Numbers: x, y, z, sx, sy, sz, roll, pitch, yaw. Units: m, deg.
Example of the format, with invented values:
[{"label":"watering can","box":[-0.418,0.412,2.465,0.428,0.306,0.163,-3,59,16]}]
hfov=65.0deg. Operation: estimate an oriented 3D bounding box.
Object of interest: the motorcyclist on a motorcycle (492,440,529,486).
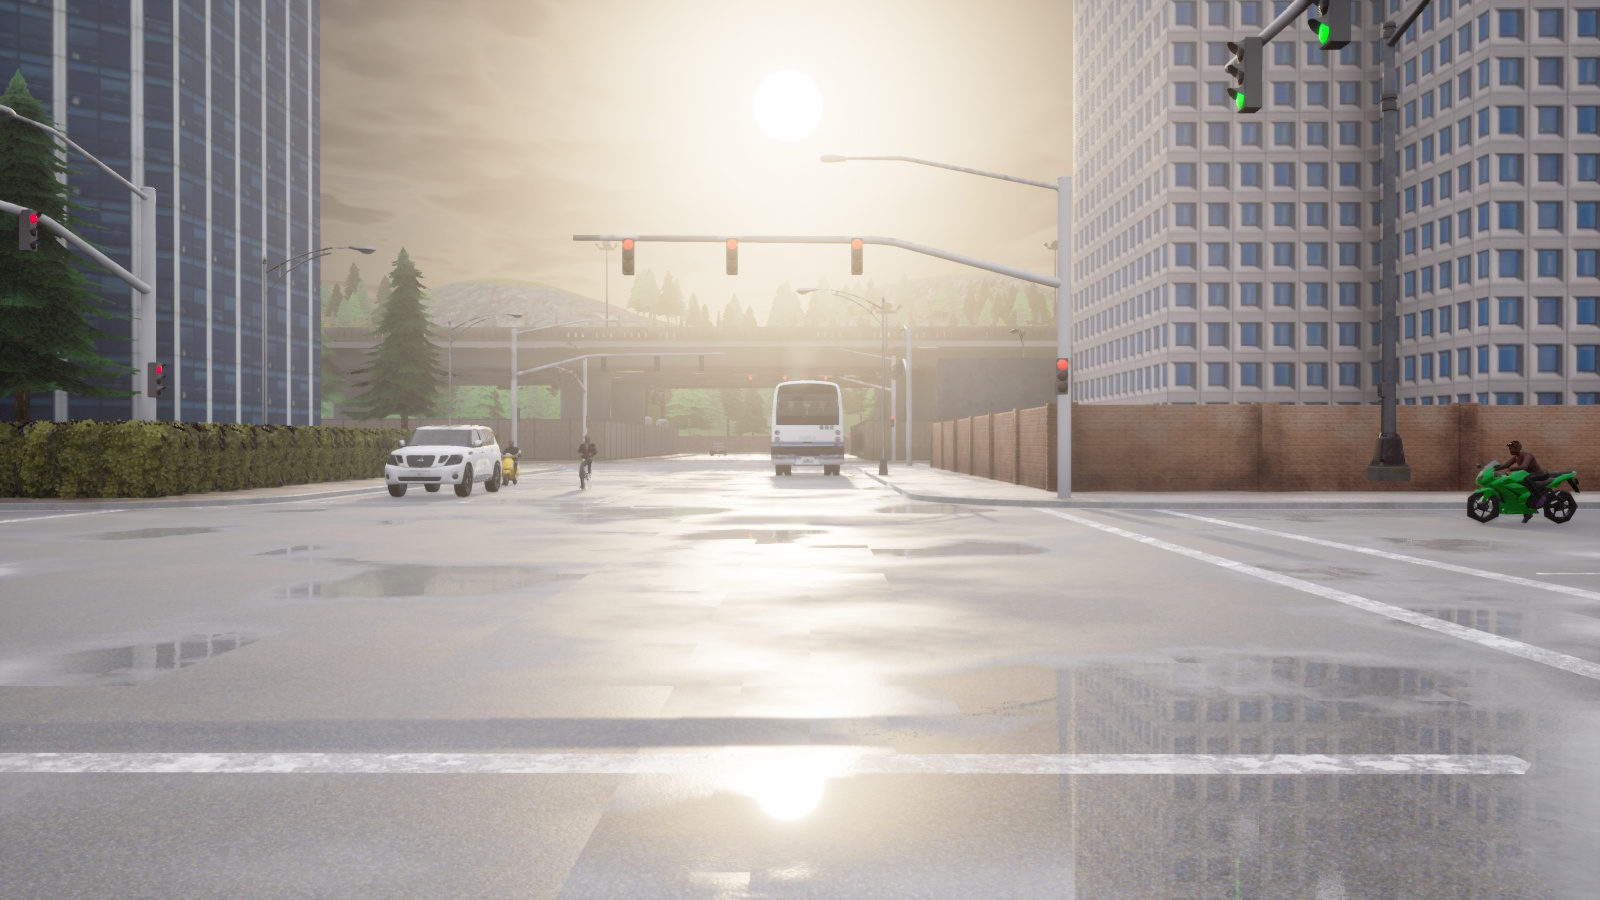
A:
[{"label":"motorcyclist on a motorcycle","box":[-10.227,0.441,44.414,0.866,1.590,1.817,0,0,0]}]

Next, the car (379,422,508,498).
[{"label":"car","box":[-10.274,0.250,36.693,2.150,2.045,5.566,0,0,0]}]

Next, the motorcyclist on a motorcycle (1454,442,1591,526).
[{"label":"motorcyclist on a motorcycle","box":[13.195,0.610,22.974,2.044,1.523,0.797,0,0,1]}]

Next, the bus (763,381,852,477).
[{"label":"bus","box":[0.368,-0.972,60.677,3.944,4.253,10.273,0,0,0]}]
